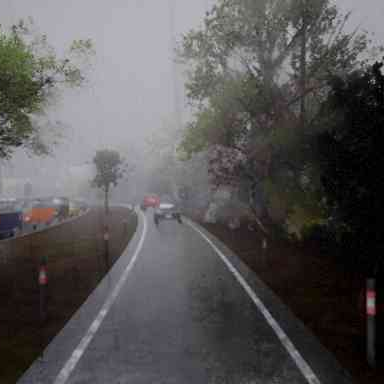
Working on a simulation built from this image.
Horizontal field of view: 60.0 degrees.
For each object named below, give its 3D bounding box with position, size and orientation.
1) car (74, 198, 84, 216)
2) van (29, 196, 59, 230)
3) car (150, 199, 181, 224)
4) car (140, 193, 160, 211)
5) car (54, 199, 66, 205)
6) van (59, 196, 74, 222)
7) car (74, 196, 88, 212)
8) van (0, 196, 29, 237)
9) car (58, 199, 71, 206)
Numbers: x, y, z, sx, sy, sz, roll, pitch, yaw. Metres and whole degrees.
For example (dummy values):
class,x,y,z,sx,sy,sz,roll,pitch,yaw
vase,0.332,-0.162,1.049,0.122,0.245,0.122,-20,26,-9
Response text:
class,x,y,z,sx,sy,sz,roll,pitch,yaw
car,-11.971,1.602,31.824,1.946,1.575,5.366,2,-1,-10
van,-10.123,1.283,20.871,1.878,1.987,4.442,1,-1,-7
car,-1.881,1.464,24.369,1.812,1.442,4.674,0,0,-8
car,-5.160,1.206,40.971,2.150,2.045,5.566,-1,-1,-14
car,-33.472,2.604,84.120,2.002,1.452,4.674,-1,-1,-32
van,-10.941,1.327,26.406,1.878,1.987,4.442,2,-2,-12
car,-14.662,1.500,42.841,2.435,2.045,5.566,2,-2,-16
van,-9.496,1.249,15.315,1.878,1.987,4.442,1,-1,-6
car,-30.208,2.446,78.812,2.097,1.535,5.008,-1,-1,-30
